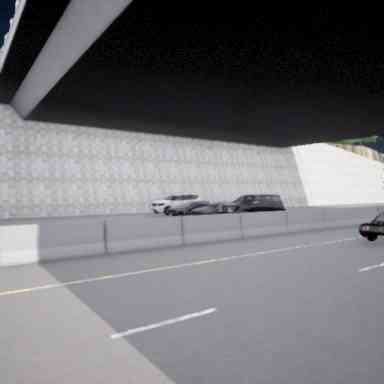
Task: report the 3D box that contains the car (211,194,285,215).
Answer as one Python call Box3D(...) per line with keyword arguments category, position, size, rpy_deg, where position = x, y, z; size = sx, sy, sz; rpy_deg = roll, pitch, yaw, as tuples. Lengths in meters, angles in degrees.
Box3D(category="car", position=(4.425, 1.175, 24.343), size=(5.566, 2.045, 2.150), rpy_deg=(0, 0, -35))

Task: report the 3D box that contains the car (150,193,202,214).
Box3D(category="car", position=(-1.385, 1.174, 33.094), size=(5.566, 2.045, 2.150), rpy_deg=(0, 0, -35))

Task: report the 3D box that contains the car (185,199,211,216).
Box3D(category="car", position=(2.426, 1.501, 27.215), size=(5.357, 1.411, 2.033), rpy_deg=(0, 0, -35))

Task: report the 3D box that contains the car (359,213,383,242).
Box3D(category="car", position=(9.526, 1.558, 14.838), size=(4.718, 1.301, 1.895), rpy_deg=(0, 0, -35))

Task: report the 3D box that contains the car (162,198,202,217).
Box3D(category="car", position=(0.389, 1.501, 30.062), size=(5.357, 1.411, 2.033), rpy_deg=(0, 0, -35))
